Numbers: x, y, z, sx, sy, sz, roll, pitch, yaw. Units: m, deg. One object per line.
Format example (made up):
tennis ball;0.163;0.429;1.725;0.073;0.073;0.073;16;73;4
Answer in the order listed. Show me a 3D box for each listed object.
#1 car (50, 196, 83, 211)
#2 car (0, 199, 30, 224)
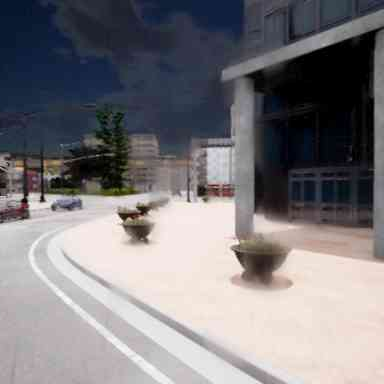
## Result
car;-12.468;1.100;33.497;1.812;1.442;4.674;0;1;1
car;-12.682;1.243;22.359;1.812;1.442;4.674;0;1;2
